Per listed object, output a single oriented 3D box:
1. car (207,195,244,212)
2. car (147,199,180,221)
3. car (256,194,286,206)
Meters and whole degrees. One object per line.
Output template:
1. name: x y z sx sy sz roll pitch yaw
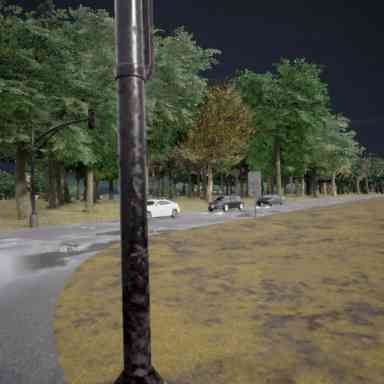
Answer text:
1. car: 3.353 1.087 32.537 1.837 1.490 4.892 -3 -1 37
2. car: -2.780 1.268 24.469 1.812 1.442 4.674 -3 -1 37
3. car: 9.765 0.970 40.948 2.033 1.411 5.357 -3 -1 37
